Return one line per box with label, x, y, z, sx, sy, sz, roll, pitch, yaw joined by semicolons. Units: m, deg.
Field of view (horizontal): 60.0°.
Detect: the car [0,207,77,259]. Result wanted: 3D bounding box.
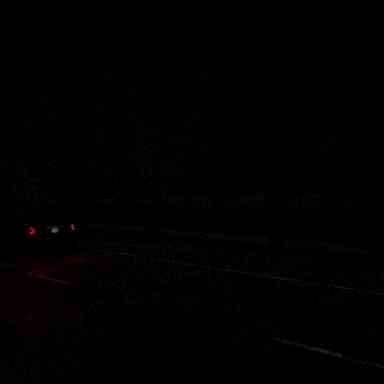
car;-6.553;1.377;12.944;4.553;1.767;2.097;0;0;36
